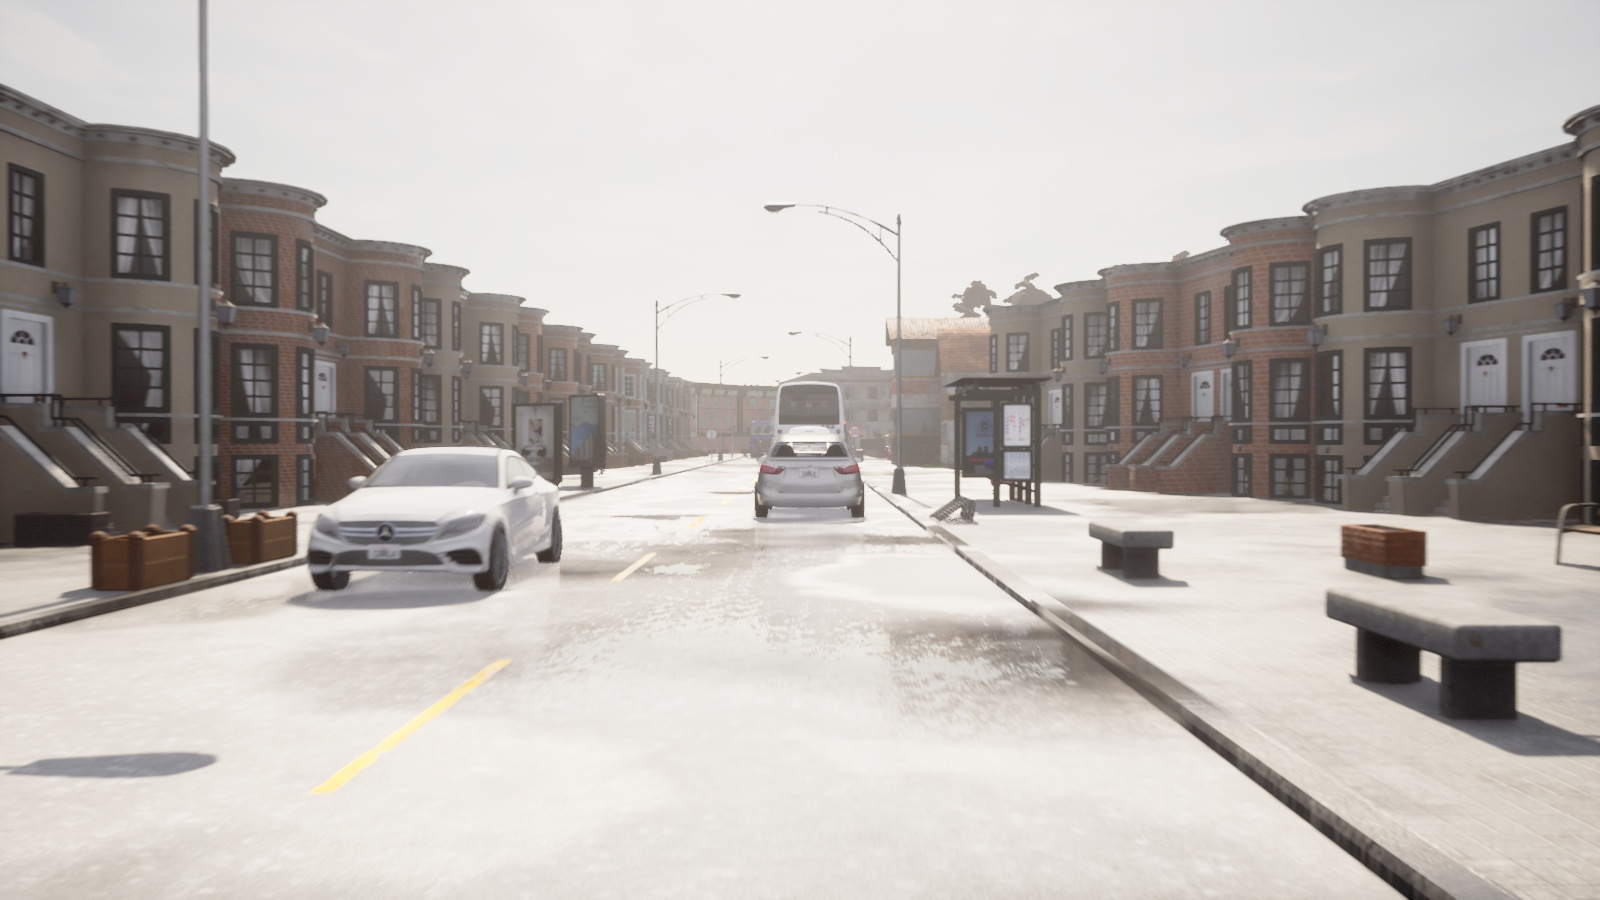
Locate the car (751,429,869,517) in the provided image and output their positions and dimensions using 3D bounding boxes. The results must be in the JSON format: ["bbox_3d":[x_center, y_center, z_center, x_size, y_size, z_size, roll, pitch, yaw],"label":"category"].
[{"bbox_3d":[0.200,0.417,26.133,2.242,1.667,4.611,0,0,0],"label":"car"}]

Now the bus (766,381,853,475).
[{"bbox_3d":[0.468,-1.041,62.406,3.944,4.253,10.273,0,0,0],"label":"bus"}]

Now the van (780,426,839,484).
[{"bbox_3d":[0.351,0.164,46.468,2.069,2.038,4.480,0,0,0],"label":"van"}]

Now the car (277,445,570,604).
[{"bbox_3d":[-3.890,0.677,13.883,1.812,1.442,4.674,0,0,0],"label":"car"}]
